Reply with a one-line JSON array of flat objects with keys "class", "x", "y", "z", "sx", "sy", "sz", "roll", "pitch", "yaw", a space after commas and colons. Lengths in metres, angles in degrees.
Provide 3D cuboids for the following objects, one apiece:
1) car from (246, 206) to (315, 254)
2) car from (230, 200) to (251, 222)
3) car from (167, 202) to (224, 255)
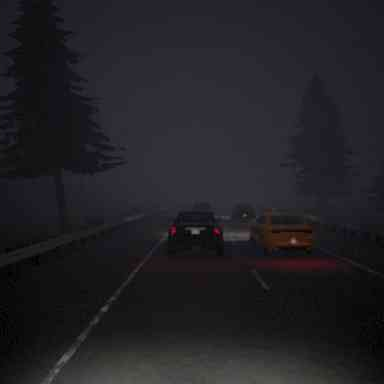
[{"class": "car", "x": 3.701, "y": 1.614, "z": 14.314, "sx": 1.882, "sy": 1.535, "sz": 5.008, "roll": 0, "pitch": 0, "yaw": 2}, {"class": "car", "x": 4.394, "y": 1.752, "z": 29.133, "sx": 1.882, "sy": 1.535, "sz": 5.008, "roll": 0, "pitch": 0, "yaw": 4}, {"class": "car", "x": 0.185, "y": 1.482, "z": 14.021, "sx": 2.097, "sy": 1.767, "sz": 4.553, "roll": 0, "pitch": -1, "yaw": 2}]
